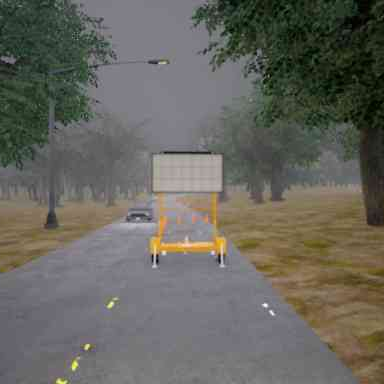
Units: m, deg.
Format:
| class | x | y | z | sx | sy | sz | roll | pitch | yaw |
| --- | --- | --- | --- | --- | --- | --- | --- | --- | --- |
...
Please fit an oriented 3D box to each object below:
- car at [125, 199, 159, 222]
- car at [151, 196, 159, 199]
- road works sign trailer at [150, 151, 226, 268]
| class | x | y | z | sx | sy | sz | roll | pitch | yaw |
| --- | --- | --- | --- | --- | --- | --- | --- | --- | --- |
| car | -3.916 | 1.487 | 25.773 | 2.033 | 1.411 | 5.357 | 0 | 0 | -3 |
| car | -7.216 | 1.507 | 66.272 | 1.812 | 1.442 | 4.674 | 0 | 0 | -5 |
| road works sign trailer | -0.152 | 0.432 | 11.209 | 2.380 | 3.560 | 2.880 | 0 | 0 | -2 |
